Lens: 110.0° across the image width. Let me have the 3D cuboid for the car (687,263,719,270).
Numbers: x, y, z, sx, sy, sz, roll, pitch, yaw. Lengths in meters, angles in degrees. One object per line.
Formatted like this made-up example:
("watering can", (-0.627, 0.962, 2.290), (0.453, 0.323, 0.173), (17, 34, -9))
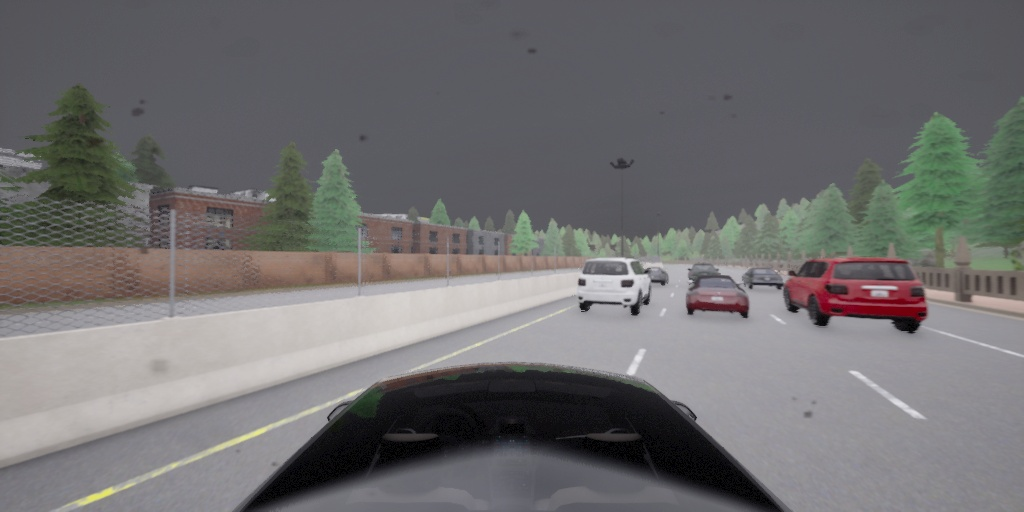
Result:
("car", (14.512, 1.337, 27.251), (2.097, 1.767, 4.553), (0, -1, 27))

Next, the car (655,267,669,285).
("car", (11.437, 1.569, 28.923), (1.994, 1.385, 4.181), (0, -1, 27))

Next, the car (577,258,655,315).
("car", (4.300, 1.097, 14.648), (2.150, 2.045, 5.566), (0, 0, 27))

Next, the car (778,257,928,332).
("car", (10.571, 1.062, 11.537), (2.150, 2.045, 5.566), (0, 0, 27))

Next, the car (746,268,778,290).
("car", (17.231, 1.509, 24.881), (2.033, 1.411, 5.357), (0, -1, 27))

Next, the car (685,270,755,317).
("car", (7.857, 1.427, 13.918), (1.994, 1.385, 4.181), (0, -1, 27))
